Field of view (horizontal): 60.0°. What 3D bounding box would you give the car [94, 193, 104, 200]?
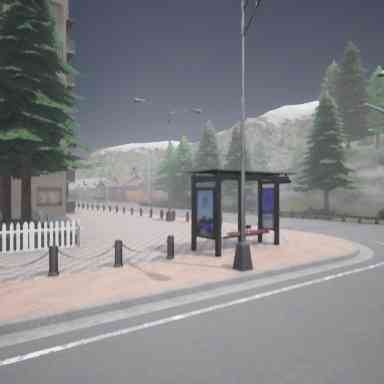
[{"bbox_3d":[-20.763,1.110,81.018,4.605,1.855,1.932,0,0,-36],"label":"car"}]
